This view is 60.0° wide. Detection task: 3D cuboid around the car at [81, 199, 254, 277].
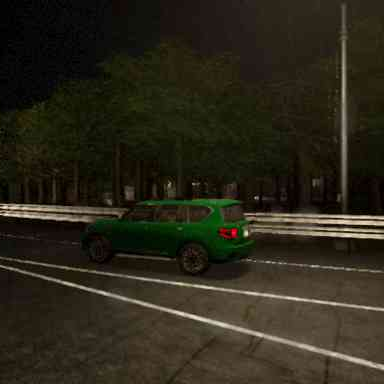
[{"bbox_3d":[-0.873,1.241,10.478,5.566,2.045,2.150,0,0,27],"label":"car"}]
